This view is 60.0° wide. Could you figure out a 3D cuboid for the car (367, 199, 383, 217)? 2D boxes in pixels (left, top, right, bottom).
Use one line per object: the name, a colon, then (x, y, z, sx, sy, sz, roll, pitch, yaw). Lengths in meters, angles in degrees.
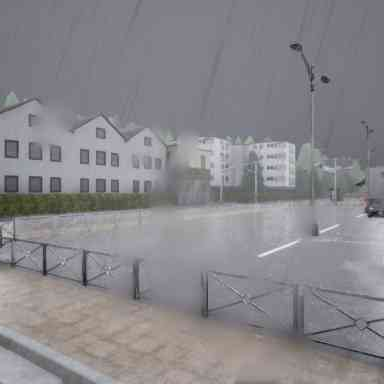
car: (15.439, 1.298, 26.800, 2.007, 1.523, 4.514, 0, 0, 35)
